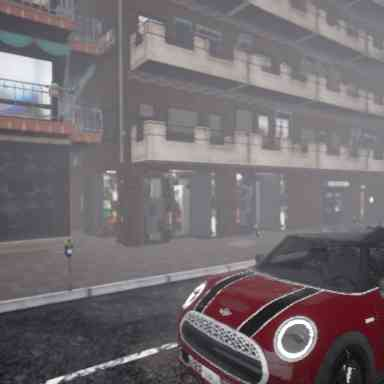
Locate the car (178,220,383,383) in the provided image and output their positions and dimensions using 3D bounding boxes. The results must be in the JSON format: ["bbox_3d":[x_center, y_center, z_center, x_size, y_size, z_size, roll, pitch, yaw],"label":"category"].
[{"bbox_3d":[2.031,1.362,4.816,4.553,1.767,2.097,0,0,-35],"label":"car"}]
